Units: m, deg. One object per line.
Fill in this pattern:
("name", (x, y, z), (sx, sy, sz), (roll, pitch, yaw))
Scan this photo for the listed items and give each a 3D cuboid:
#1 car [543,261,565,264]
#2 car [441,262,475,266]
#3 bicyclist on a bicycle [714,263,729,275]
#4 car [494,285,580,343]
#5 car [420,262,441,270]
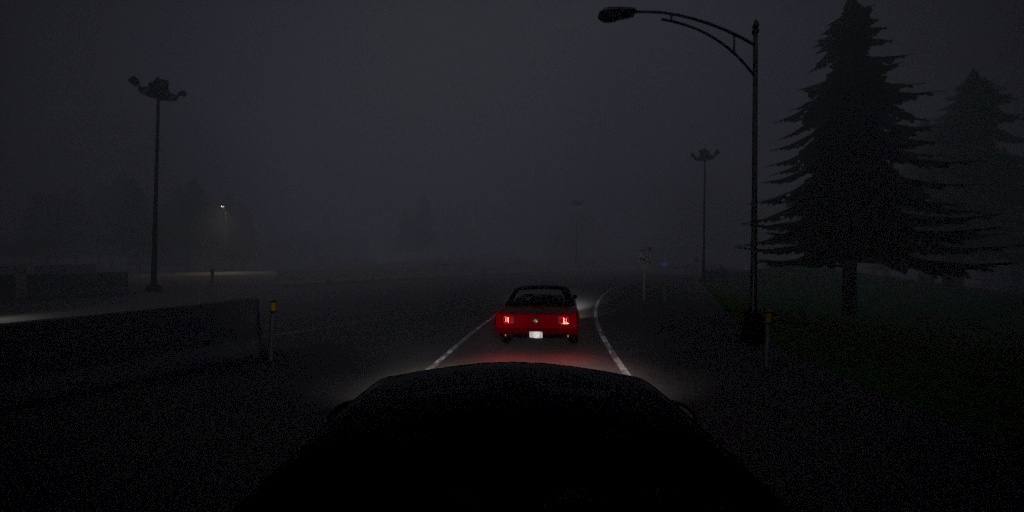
("car", (6.664, 1.698, 63.330), (2.128, 1.511, 4.902), (0, -1, 38))
("car", (-6.473, 1.475, 46.411), (1.895, 1.301, 4.718), (0, 0, 38))
("bicyclist on a bicycle", (28.400, 1.842, 48.786), (1.656, 1.620, 0.582), (4, 1, 38))
("car", (0.868, 1.462, 9.980), (1.895, 1.301, 4.718), (-1, -1, 9))
("car", (-11.080, 1.460, 51.890), (1.895, 1.301, 4.718), (0, -1, 38))
